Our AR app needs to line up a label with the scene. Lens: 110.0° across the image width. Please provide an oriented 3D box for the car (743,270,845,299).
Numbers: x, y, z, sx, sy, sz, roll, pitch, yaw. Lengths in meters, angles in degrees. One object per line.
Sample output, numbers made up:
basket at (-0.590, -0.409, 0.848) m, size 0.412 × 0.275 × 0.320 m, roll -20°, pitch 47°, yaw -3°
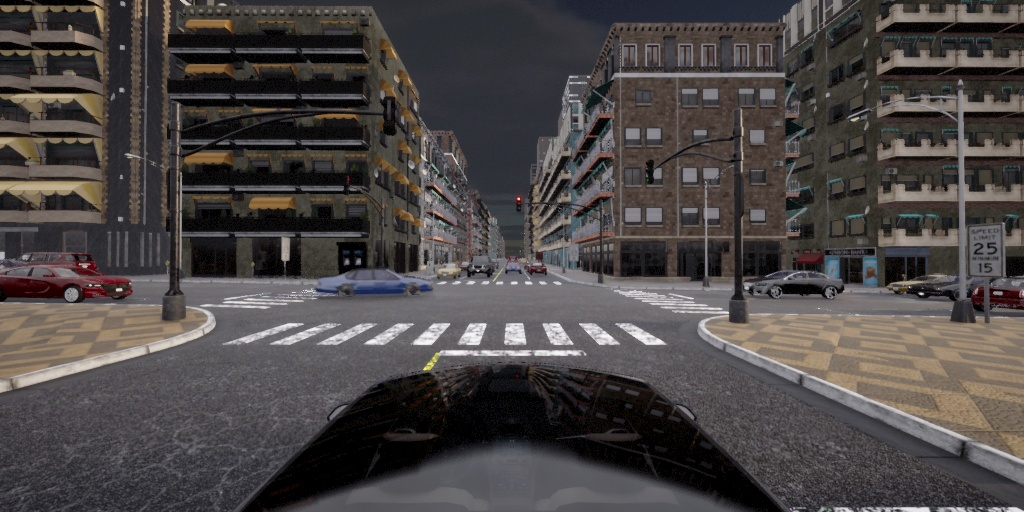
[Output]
car at (15.323, 1.523, 19.678) m, size 4.902 × 1.511 × 2.128 m, roll 1°, pitch -1°, yaw -1°

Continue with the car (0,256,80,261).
car at (-23.359, 0.887, 16.220) m, size 4.902 × 1.511 × 2.128 m, roll 1°, pitch -1°, yaw 0°

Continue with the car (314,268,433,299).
car at (-6.722, 1.289, 17.796) m, size 5.357 × 1.411 × 2.033 m, roll 1°, pitch 0°, yaw -20°

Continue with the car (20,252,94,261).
car at (-28.627, 0.686, 21.969) m, size 5.009 × 1.841 × 2.192 m, roll 0°, pitch 0°, yaw 0°

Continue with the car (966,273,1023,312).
car at (20.846, 1.501, 13.950) m, size 4.097 × 1.591 × 1.967 m, roll 0°, pitch 0°, yaw 0°

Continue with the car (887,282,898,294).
car at (26.266, 1.756, 22.300) m, size 4.829 × 1.417 × 1.751 m, roll 0°, pitch 0°, yaw 0°

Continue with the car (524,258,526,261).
car at (2.731, 1.201, 43.821) m, size 1.967 × 1.591 × 4.097 m, roll 0°, pitch 0°, yaw 0°

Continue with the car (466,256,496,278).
car at (-3.068, 0.980, 35.202) m, size 2.150 × 2.045 × 5.566 m, roll 0°, pitch 0°, yaw 0°

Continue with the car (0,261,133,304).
car at (-17.251, 1.011, 13.664) m, size 4.507 × 1.381 × 1.888 m, roll 0°, pitch 0°, yaw 0°

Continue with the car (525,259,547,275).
car at (2.726, 1.305, 38.297) m, size 1.888 × 1.381 × 4.507 m, roll 0°, pitch 0°, yaw 0°

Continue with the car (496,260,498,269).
car at (-3.057, 1.266, 45.241) m, size 1.837 × 1.490 × 4.892 m, roll 0°, pitch 0°, yaw 0°

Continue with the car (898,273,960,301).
car at (25.182, 1.733, 19.739) m, size 5.357 × 1.411 × 2.033 m, roll 1°, pitch -1°, yaw 0°

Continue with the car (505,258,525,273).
car at (0.146, 1.308, 42.705) m, size 2.033 × 1.411 × 5.357 m, roll 0°, pitch 0°, yaw 0°

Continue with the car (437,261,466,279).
car at (-5.660, 1.283, 32.626) m, size 1.751 × 1.417 × 4.829 m, roll 0°, pitch 0°, yaw 0°
